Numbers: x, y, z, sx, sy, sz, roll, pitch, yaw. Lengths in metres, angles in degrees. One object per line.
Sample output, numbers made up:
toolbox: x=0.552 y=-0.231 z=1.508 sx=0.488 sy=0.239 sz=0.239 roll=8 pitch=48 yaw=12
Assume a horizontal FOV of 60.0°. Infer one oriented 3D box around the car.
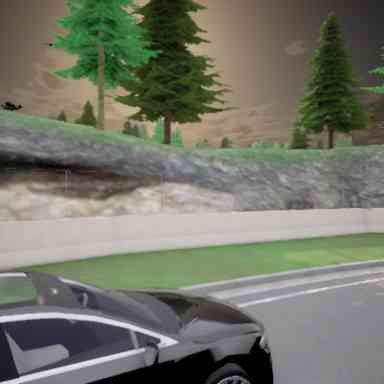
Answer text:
car: x=-1.413 y=1.461 z=2.708 sx=4.902 sy=1.511 sz=2.128 roll=0 pitch=0 yaw=-35
